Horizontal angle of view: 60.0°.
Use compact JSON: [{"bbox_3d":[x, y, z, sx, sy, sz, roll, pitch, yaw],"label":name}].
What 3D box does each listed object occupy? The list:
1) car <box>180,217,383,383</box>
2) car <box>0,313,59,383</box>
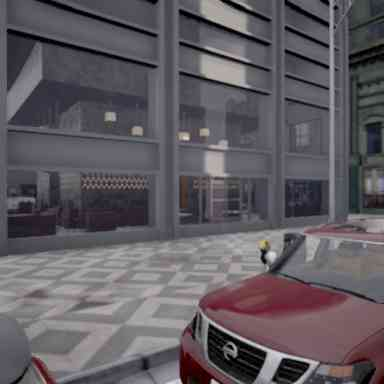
[{"bbox_3d":[2.288,1.318,4.158,5.009,1.841,2.192,0,0,-35],"label":"car"},{"bbox_3d":[-2.302,1.439,0.885,4.097,1.590,1.967,0,0,-35],"label":"car"}]
